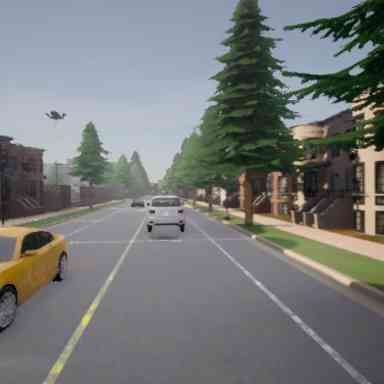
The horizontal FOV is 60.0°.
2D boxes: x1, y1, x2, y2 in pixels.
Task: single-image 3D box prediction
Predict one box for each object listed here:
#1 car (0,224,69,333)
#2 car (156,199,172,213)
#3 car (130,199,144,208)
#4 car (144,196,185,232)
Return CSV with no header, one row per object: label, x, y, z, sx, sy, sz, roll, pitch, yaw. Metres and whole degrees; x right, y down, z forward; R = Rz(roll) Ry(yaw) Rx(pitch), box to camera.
car,-4.086,1.514,6.972,1.882,1.535,5.008,0,0,-5
car,-3.340,1.569,39.282,1.812,1.442,4.674,0,0,-5
car,-7.861,1.685,48.340,1.895,1.301,4.718,0,0,-5
car,-1.631,1.243,20.696,2.150,2.045,5.566,0,0,-5
